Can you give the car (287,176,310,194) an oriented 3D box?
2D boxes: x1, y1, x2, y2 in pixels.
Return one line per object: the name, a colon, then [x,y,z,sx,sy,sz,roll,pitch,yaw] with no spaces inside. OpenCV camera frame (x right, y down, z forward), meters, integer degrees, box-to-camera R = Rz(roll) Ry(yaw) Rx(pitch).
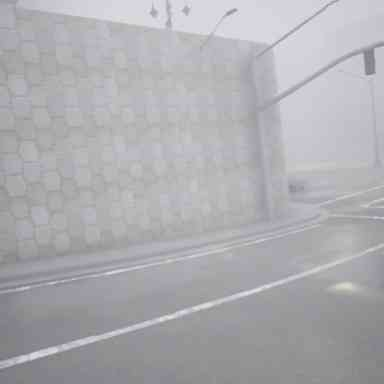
car: [7.347,-0.625,27.643,2.128,1.511,4.902,-11,7,-35]
